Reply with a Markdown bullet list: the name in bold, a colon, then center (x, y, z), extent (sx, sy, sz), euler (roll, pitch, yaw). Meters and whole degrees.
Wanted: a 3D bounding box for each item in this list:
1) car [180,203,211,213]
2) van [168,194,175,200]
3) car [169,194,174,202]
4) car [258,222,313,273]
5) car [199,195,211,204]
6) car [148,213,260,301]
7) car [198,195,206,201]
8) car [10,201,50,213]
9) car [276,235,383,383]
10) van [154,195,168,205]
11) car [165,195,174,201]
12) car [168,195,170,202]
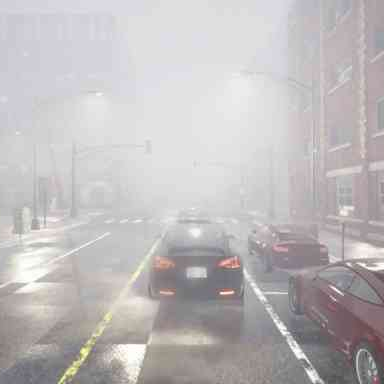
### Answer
- **car**: center (0.072, 1.552, 17.648), extent (2.033, 1.411, 5.357), euler (0, 0, -1)
- **van**: center (-5.829, 1.376, 93.526), extent (1.690, 1.788, 3.998), euler (1, 0, 0)
- **car**: center (-5.805, 1.607, 76.568), extent (1.802, 1.307, 4.206), euler (1, 0, 0)
- **car**: center (2.820, 1.585, 10.333), extent (1.802, 1.307, 4.206), euler (1, 0, 0)
- **car**: center (2.604, 1.544, 59.757), extent (1.752, 1.417, 4.829), euler (1, 0, 0)
- **car**: center (0.086, 1.506, 8.376), extent (2.163, 1.488, 4.792), euler (0, 0, 0)
- **car**: center (2.557, 1.597, 87.848), extent (1.947, 1.339, 4.313), euler (1, 0, 0)
- **car**: center (-18.774, 1.730, 38.681), extent (4.313, 1.339, 1.947), euler (0, -1, 0)
- **car**: center (2.660, 1.583, 4.677), extent (1.802, 1.307, 4.206), euler (1, 0, 0)
- **van**: center (-5.773, 1.359, 59.612), extent (1.690, 1.788, 3.998), euler (1, 0, 0)
- **car**: center (-5.822, 1.582, 87.873), extent (2.008, 1.369, 4.403), euler (1, 0, 0)
- **car**: center (-5.786, 1.602, 65.264), extent (1.802, 1.307, 4.206), euler (1, 0, 0)
